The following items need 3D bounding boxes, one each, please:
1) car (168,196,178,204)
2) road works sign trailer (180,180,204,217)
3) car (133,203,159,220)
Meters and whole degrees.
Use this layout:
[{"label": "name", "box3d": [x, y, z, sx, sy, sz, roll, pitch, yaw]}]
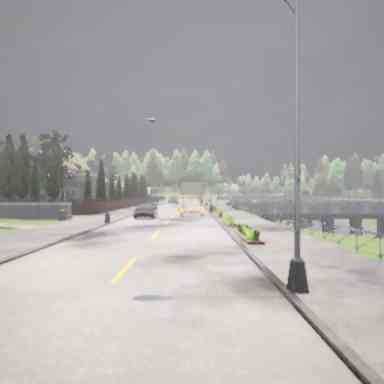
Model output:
[{"label": "car", "box3d": [-4.031, 1.688, 71.774, 2.097, 1.767, 4.553, 0, 0, 0]}, {"label": "road works sign trailer", "box3d": [-0.014, 0.645, 33.071, 2.380, 3.560, 2.880, 0, 0, 0]}, {"label": "car", "box3d": [-4.111, 1.713, 30.550, 2.033, 1.411, 5.357, 0, 0, 0]}]
